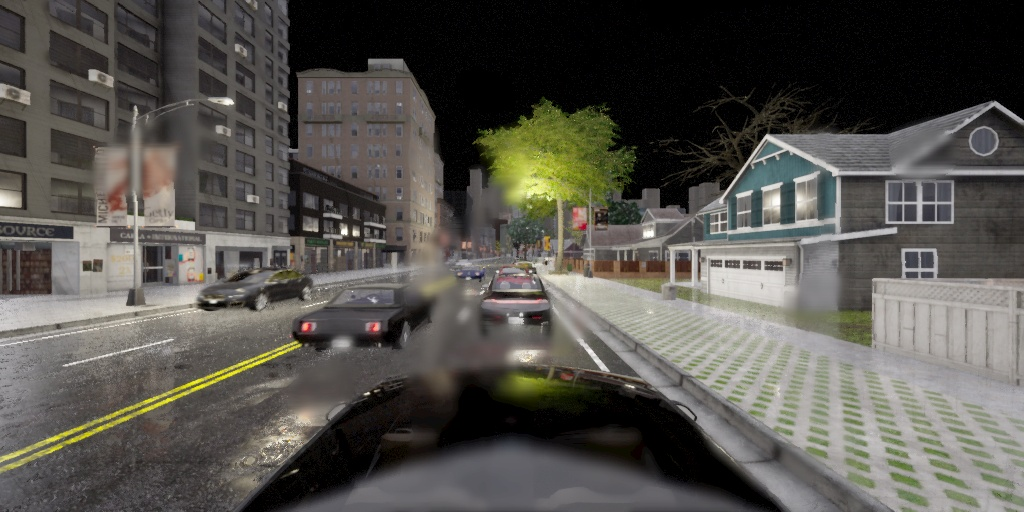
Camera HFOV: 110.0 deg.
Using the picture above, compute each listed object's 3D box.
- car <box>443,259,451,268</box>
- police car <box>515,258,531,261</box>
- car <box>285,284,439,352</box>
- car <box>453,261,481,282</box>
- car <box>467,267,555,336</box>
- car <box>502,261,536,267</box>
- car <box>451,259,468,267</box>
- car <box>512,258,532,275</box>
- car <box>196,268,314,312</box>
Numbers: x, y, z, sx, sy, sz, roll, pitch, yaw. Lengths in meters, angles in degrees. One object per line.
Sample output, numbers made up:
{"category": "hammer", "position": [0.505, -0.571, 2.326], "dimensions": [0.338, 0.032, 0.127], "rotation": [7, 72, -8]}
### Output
{"category": "car", "position": [-9.784, 1.187, 57.859], "dimensions": [2.128, 1.511, 4.902], "rotation": [0, 0, 0]}
{"category": "police car", "position": [1.003, 1.157, 29.639], "dimensions": [1.930, 1.638, 5.238], "rotation": [0, 0, 0]}
{"category": "car", "position": [-3.141, 1.349, 8.895], "dimensions": [1.895, 1.301, 4.718], "rotation": [0, 0, 0]}
{"category": "car", "position": [-3.122, 1.334, 28.362], "dimensions": [1.895, 1.301, 4.718], "rotation": [0, 0, 0]}
{"category": "car", "position": [0.111, 1.240, 10.406], "dimensions": [2.128, 1.511, 4.902], "rotation": [0, 0, 0]}
{"category": "car", "position": [0.119, 1.220, 19.909], "dimensions": [1.882, 1.535, 5.008], "rotation": [0, 0, 0]}
{"category": "car", "position": [-6.553, 1.234, 48.076], "dimensions": [1.812, 1.442, 4.674], "rotation": [0, 0, 0]}
{"category": "car", "position": [1.012, 1.070, 39.499], "dimensions": [2.097, 1.767, 4.553], "rotation": [0, 0, 0]}
{"category": "car", "position": [-9.837, 1.251, 14.232], "dimensions": [1.837, 1.490, 4.892], "rotation": [0, 0, 0]}
